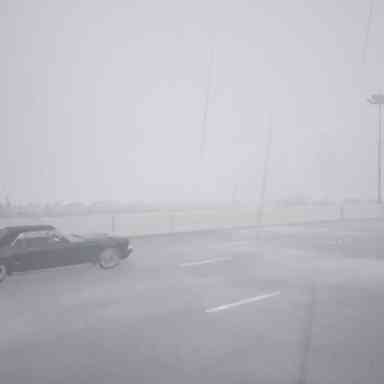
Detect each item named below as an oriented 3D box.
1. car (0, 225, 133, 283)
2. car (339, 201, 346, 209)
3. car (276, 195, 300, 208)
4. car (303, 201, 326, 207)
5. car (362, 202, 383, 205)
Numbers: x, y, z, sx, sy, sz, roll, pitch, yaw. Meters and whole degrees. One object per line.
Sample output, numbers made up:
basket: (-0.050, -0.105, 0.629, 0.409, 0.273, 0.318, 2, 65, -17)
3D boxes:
car: (-4.138, 1.596, 9.393, 4.718, 1.301, 1.895, 0, 0, -35)
car: (21.388, 1.650, 44.993, 4.553, 1.767, 2.097, 1, -1, -35)
car: (14.596, 1.469, 48.764, 5.566, 2.045, 2.150, 1, 0, -35)
car: (18.440, 1.775, 47.196, 4.902, 1.511, 2.128, 1, -1, -35)
car: (22.878, 1.640, 41.761, 4.553, 1.767, 2.097, 1, -1, -35)
